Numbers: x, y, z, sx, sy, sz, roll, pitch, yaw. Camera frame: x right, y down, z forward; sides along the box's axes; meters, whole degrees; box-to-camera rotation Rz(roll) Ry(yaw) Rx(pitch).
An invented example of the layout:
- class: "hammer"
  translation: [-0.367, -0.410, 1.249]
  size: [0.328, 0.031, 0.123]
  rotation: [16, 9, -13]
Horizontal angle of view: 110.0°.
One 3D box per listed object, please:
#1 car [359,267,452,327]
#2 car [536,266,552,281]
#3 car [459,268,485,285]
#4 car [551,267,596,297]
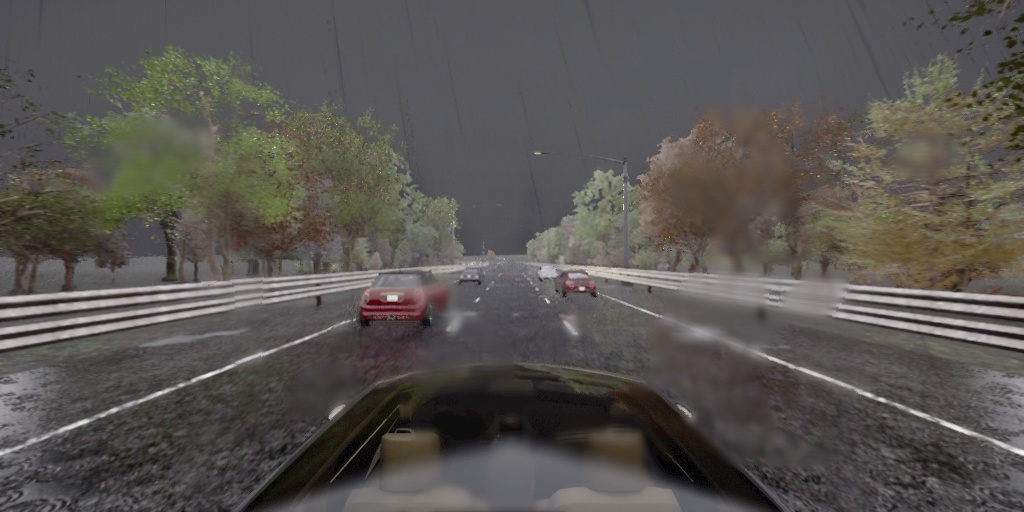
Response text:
- class: "car"
  translation: [-3.403, 1.249, 12.340]
  size: [2.097, 1.767, 4.553]
  rotation: [0, -1, 0]
- class: "car"
  translation: [3.600, 1.767, 36.612]
  size: [1.812, 1.442, 4.674]
  rotation: [0, -1, 0]
- class: "car"
  translation: [-3.399, 1.707, 30.860]
  size: [2.033, 1.411, 5.357]
  rotation: [0, -1, 0]
- class: "car"
  translation: [3.600, 1.541, 20.740]
  size: [1.812, 1.442, 4.674]
  rotation: [0, -1, 0]
